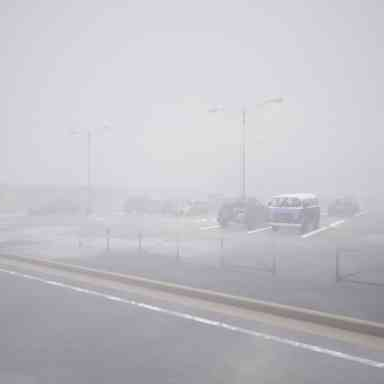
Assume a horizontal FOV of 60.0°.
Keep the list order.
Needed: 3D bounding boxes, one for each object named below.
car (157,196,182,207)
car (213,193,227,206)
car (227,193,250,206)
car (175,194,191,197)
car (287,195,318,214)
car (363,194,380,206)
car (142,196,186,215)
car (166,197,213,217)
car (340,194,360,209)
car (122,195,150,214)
[{"bbox_3d":[-3.345,1.419,50.424,1.784,1.438,3.905,0,0,34],"label":"car"},{"bbox_3d":[6.397,1.451,64.922,1.970,1.475,3.806,0,0,34],"label":"car"},{"bbox_3d":[8.792,1.212,63.295,1.905,1.878,3.866,0,0,34],"label":"car"},{"bbox_3d":[-0.978,1.209,48.752,1.932,1.855,4.605,0,0,34],"label":"car"},{"bbox_3d":[13.087,1.451,39.388,1.970,1.475,3.806,0,0,34],"label":"car"},{"bbox_3d":[27.459,1.209,50.702,1.932,1.855,4.605,0,0,34],"label":"car"},{"bbox_3d":[-2.535,1.419,31.702,1.784,1.438,3.905,0,0,34],"label":"car"},{"bbox_3d":[-0.134,1.451,30.084,1.970,1.475,3.806,0,0,34],"label":"car"},{"bbox_3d":[25.089,1.212,52.364,1.905,1.878,3.866,0,0,34],"label":"car"},{"bbox_3d":[-4.788,1.209,33.159,1.932,1.855,4.605,0,0,34],"label":"car"}]
